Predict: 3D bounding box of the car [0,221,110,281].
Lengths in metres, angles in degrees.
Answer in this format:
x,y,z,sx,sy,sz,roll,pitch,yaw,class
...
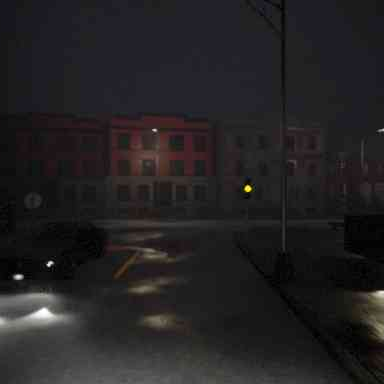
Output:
x,y,z,sx,sy,sz,roll,pitch,yaw,class
-4.055,1.636,10.460,2.033,1.411,5.357,0,0,0,car
